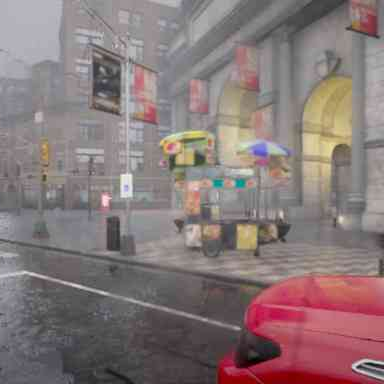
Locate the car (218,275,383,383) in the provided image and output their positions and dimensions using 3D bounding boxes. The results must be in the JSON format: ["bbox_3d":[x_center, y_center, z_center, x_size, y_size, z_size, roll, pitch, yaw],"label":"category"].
[{"bbox_3d":[2.874,1.220,1.913,5.566,2.045,2.150,0,0,35],"label":"car"}]
